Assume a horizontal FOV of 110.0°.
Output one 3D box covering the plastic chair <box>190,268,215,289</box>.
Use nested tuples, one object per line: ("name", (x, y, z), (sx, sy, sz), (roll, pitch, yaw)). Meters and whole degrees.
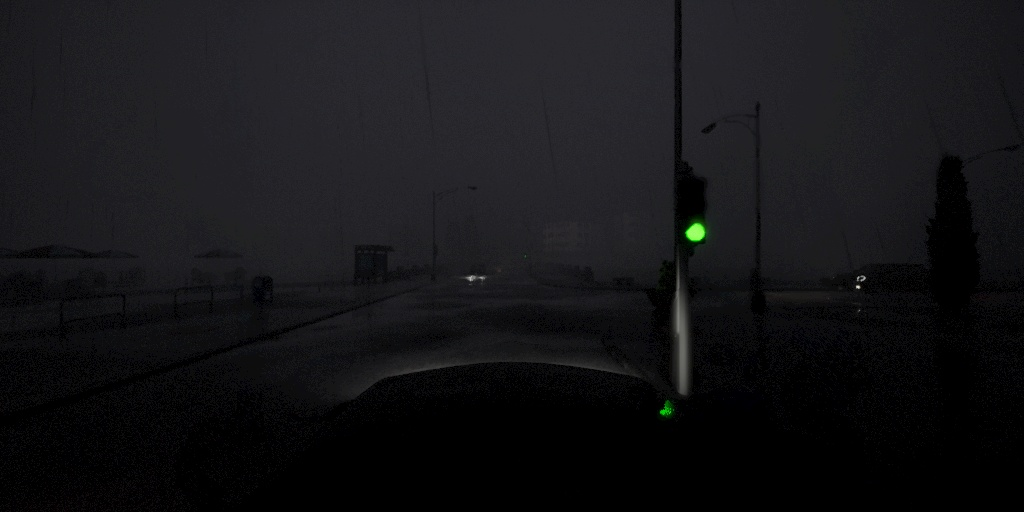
("plastic chair", (-19.142, 1.395, 22.076), (0.750, 1.272, 0.730), (0, 0, 0))

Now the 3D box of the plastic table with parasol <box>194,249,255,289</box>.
("plastic table with parasol", (-19.108, 0.799, 23.416), (2.482, 2.480, 2.482), (0, 0, 0))

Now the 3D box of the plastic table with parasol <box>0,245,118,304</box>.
("plastic table with parasol", (-19.882, 0.754, 15.598), (2.482, 2.480, 2.482), (0, 0, 0))

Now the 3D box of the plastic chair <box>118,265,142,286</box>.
("plastic chair", (-26.534, 1.410, 24.798), (0.730, 1.272, 0.750), (0, 0, 0))

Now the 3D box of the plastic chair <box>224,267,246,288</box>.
("plastic chair", (-17.839, 1.402, 23.272), (0.730, 1.272, 0.750), (0, 0, 0))

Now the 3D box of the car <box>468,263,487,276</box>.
("car", (-3.889, 1.531, 41.529), (2.033, 1.411, 5.357), (0, 0, 0))

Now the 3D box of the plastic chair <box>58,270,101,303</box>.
("plastic chair", (-18.662, 1.357, 15.475), (0.730, 1.272, 0.750), (0, 0, 0))

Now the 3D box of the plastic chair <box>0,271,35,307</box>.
("plastic chair", (-19.965, 1.350, 14.279), (0.750, 1.272, 0.730), (0, 0, 0))

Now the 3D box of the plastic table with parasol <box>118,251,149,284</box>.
("plastic table with parasol", (-27.734, 0.807, 24.851), (2.482, 2.480, 2.482), (0, 0, 0))

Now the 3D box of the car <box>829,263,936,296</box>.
("car", (20.410, 1.207, 19.821), (4.553, 1.767, 2.097), (0, 0, 0))
